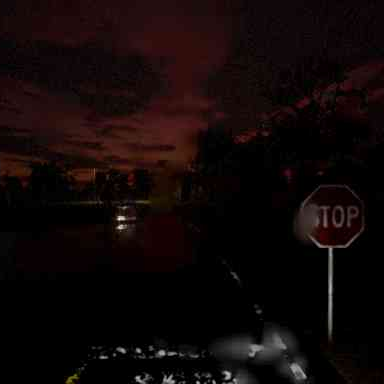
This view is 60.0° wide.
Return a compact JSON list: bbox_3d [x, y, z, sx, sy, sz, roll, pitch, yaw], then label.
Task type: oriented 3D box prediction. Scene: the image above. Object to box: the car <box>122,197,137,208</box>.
[{"bbox_3d":[-9.199,1.480,48.184,1.812,1.442,4.674,0,0,-15],"label":"car"}]
